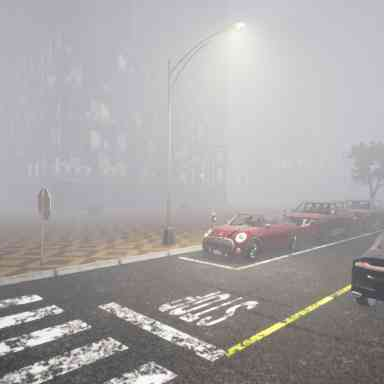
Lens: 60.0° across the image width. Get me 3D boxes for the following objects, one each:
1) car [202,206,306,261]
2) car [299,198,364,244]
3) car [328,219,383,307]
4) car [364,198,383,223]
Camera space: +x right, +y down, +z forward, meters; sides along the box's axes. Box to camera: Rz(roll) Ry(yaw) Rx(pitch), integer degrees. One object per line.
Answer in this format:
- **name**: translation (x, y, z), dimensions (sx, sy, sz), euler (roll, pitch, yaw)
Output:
- **car**: translation (2.234, 1.448, 12.283), dimensions (4.097, 1.590, 1.967), euler (0, 0, -45)
- **car**: translation (6.231, 1.325, 16.271), dimensions (5.009, 1.841, 2.192), euler (0, 0, -45)
- **car**: translation (4.990, 1.495, 7.003), dimensions (4.902, 1.511, 2.128), euler (0, 0, -45)
- **car**: translation (10.227, 1.327, 20.261), dimensions (5.009, 1.841, 2.192), euler (0, 0, -45)
